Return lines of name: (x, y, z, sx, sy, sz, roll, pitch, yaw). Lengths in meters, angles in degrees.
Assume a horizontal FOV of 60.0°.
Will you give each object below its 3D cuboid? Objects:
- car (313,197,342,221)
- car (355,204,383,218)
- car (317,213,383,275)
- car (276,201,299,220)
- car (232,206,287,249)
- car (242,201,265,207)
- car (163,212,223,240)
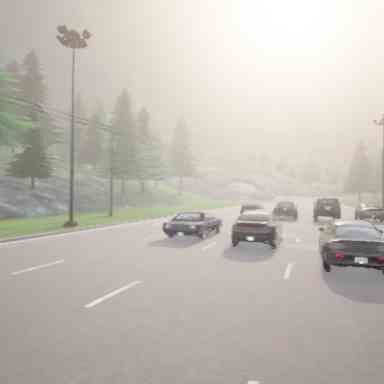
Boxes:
car: (12.161, 1.509, 30.000, 2.150, 2.045, 5.566, 1, 0, 20)
car: (15.763, 1.821, 29.677, 2.128, 1.511, 4.902, 1, 0, 20)
car: (5.211, 1.638, 10.877, 1.812, 1.442, 4.674, 1, 0, 20)
car: (9.094, 1.611, 31.817, 2.097, 1.767, 4.553, 1, 0, 20)
car: (3.149, 1.613, 15.428, 1.837, 1.490, 4.892, 1, 0, 20)
car: (6.445, 1.718, 34.779, 1.882, 1.535, 5.008, 1, 0, 20)
car: (0.238, 1.685, 17.668, 1.895, 1.301, 4.718, 1, 0, 20)
